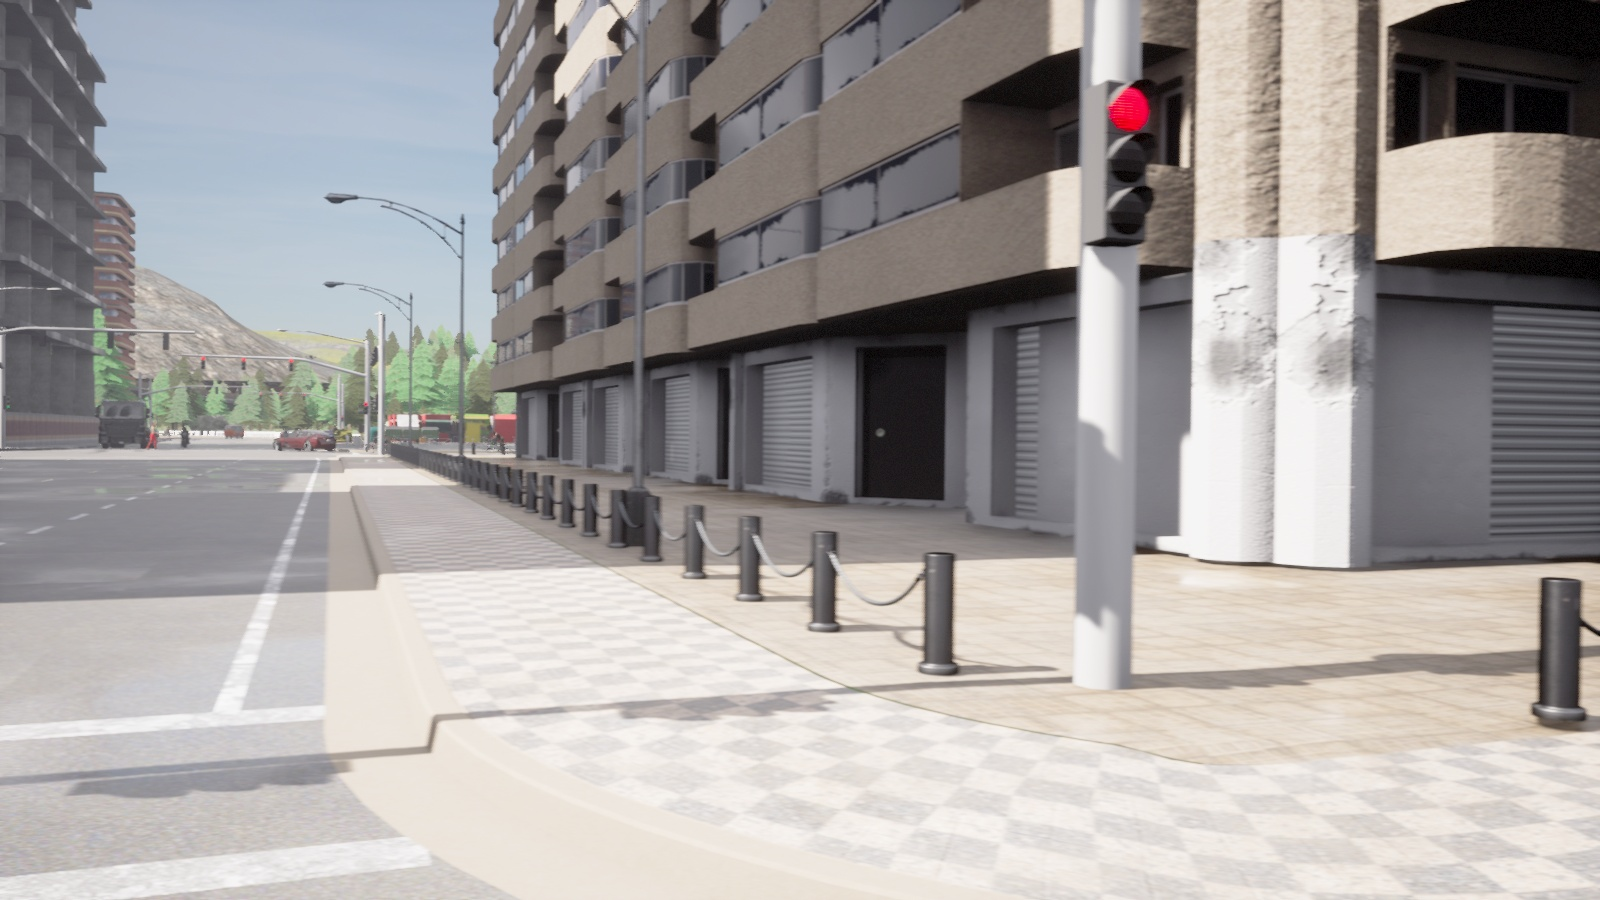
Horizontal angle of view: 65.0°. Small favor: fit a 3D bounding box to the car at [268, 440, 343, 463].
[{"bbox_3d":[-33.646,0.089,85.448,4.792,1.488,2.163,0,1,29],"label":"car"}]
